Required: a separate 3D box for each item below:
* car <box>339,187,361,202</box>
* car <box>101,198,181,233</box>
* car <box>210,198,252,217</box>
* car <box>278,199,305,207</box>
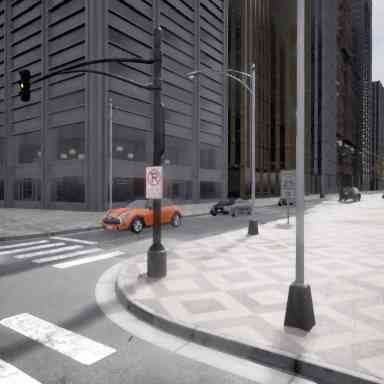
[{"bbox_3d":[22.562,0.351,47.408,2.150,2.045,5.566,0,1,36],"label":"car"},{"bbox_3d":[-2.617,1.094,17.880,2.097,1.767,4.553,0,1,37],"label":"car"},{"bbox_3d":[3.148,1.140,25.845,1.994,1.385,4.181,0,1,36],"label":"car"},{"bbox_3d":[11.011,0.920,36.794,1.994,1.385,4.181,0,1,35],"label":"car"}]
